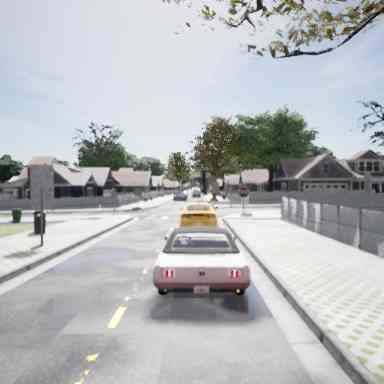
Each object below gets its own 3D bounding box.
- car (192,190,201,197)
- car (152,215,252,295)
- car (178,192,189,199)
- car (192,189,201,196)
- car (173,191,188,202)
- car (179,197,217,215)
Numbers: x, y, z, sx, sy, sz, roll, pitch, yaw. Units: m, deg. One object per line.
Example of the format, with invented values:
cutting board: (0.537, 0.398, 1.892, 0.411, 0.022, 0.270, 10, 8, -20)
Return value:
car: (1.023, 0.640, 75.019, 2.128, 1.511, 4.902, 0, 1, 1)
car: (0.212, 1.518, 8.439, 1.895, 1.301, 4.718, 0, 1, 1)
car: (-1.769, 0.699, 71.996, 2.033, 1.411, 5.357, 0, 1, 1)
car: (1.167, 0.191, 85.404, 2.097, 1.767, 4.553, 0, 1, 1)
car: (-2.046, 0.693, 56.772, 2.097, 1.767, 4.553, 0, 1, 1)
car: (0.336, 1.291, 18.086, 1.882, 1.535, 5.008, 0, 1, 1)
